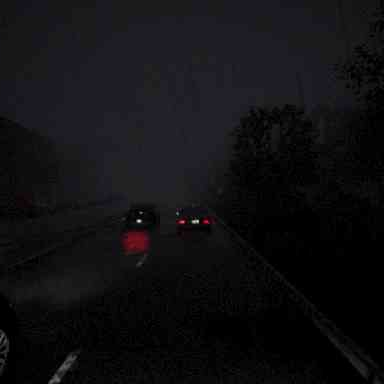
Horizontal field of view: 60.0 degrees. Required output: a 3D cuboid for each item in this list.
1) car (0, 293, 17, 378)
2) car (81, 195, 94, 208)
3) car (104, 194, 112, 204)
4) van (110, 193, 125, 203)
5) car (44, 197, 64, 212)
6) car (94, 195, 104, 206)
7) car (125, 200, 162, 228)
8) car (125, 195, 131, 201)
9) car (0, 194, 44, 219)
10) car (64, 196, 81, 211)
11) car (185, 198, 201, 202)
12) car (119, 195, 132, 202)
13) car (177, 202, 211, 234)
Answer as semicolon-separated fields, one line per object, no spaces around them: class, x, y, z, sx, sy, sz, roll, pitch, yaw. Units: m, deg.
car;-3.149;1.489;2.309;2.128;1.511;4.902;0;0;0
car;-15.491;1.280;45.191;2.185;1.767;4.553;0;0;0
car;-15.517;1.436;56.339;2.002;1.452;4.674;0;0;0
van;-15.542;1.161;67.269;1.878;1.987;4.442;0;0;0
car;-15.466;1.415;34.115;2.097;1.535;5.008;0;0;0
car;-15.503;1.276;50.717;2.185;1.767;4.553;0;0;0
car;-3.146;1.481;22.213;1.837;1.490;4.892;0;0;0
car;-15.556;1.412;72.881;2.163;1.488;4.792;0;0;0
car;-15.452;1.169;28.682;2.435;2.045;5.566;0;0;0
car;-15.479;1.412;39.641;2.231;1.521;4.892;0;0;0
car;0.106;1.434;40.212;1.882;1.535;5.008;0;0;0
car;-15.586;1.418;78.378;2.002;1.452;4.674;-2;0;0
car;0.097;1.527;18.917;2.033;1.411;5.357;0;0;0
